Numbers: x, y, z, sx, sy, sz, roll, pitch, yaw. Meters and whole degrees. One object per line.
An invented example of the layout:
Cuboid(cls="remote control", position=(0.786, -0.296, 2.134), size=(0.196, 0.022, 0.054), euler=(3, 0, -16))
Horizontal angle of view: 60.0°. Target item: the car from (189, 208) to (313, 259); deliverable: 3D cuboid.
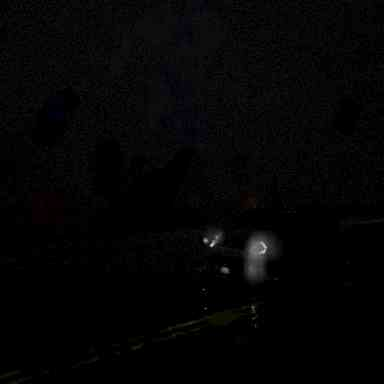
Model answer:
Cuboid(cls="car", position=(2.494, 1.496, 13.494), size=(4.902, 1.511, 2.128), euler=(0, 0, -36))

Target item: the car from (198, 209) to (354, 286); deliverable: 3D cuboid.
Cuboid(cls="car", position=(2.635, 1.355, 9.588), size=(4.553, 1.767, 2.097), euler=(0, 0, -36))
